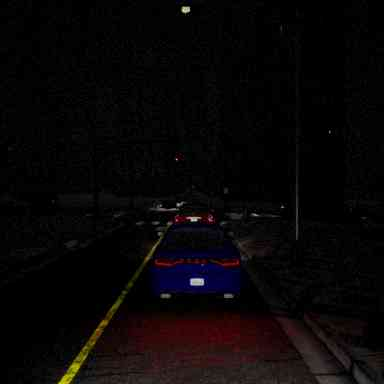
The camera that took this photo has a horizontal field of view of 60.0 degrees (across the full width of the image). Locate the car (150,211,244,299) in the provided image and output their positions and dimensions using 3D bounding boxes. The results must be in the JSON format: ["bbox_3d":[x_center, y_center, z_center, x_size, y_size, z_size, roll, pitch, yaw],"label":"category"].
[{"bbox_3d":[0.099,1.478,8.499,1.882,1.535,5.008,0,0,0],"label":"car"}]

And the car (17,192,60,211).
[{"bbox_3d":[-16.389,1.014,33.971,5.566,2.045,2.150,1,0,3],"label":"car"}]

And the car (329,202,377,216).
[{"bbox_3d":[17.781,1.841,36.864,4.403,1.369,2.008,1,-1,0],"label":"car"}]

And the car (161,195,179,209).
[{"bbox_3d":[-3.154,1.526,46.122,1.812,1.442,4.674,0,0,1],"label":"car"}]

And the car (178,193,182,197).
[{"bbox_3d":[-3.072,1.493,63.088,2.128,1.511,4.902,0,0,1],"label":"car"}]

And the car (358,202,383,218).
[{"bbox_3d":[19.914,1.852,34.191,4.674,1.442,1.812,1,0,0],"label":"car"}]

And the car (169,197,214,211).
[{"bbox_3d":[0.118,1.352,17.653,2.097,1.767,4.553,0,0,1],"label":"car"}]

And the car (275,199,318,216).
[{"bbox_3d":[10.947,1.539,34.188,4.553,1.767,2.097,1,0,0],"label":"car"}]

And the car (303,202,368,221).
[{"bbox_3d":[12.131,1.774,28.339,4.313,1.339,1.947,1,-1,0],"label":"car"}]

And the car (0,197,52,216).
[{"bbox_3d":[-14.777,1.367,28.240,4.403,1.369,2.008,1,-1,0],"label":"car"}]

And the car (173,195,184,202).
[{"bbox_3d":[-3.020,1.524,75.451,2.128,1.511,4.902,0,0,0],"label":"car"}]

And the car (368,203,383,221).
[{"bbox_3d":[17.944,1.824,28.340,4.829,1.417,1.752,1,-1,0],"label":"car"}]
